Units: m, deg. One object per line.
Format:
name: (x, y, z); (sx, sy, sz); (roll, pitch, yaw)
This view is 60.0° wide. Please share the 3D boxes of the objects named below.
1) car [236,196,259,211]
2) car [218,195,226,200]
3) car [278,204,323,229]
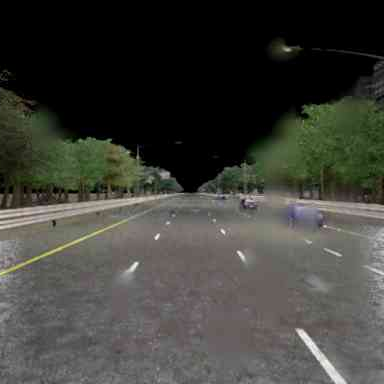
car: (7.031, 1.534, 41.625); (1.812, 1.442, 4.674); (0, 0, 0)
car: (8.222, 1.472, 91.070); (1.882, 1.535, 5.008); (0, 0, 11)
car: (7.013, 1.535, 21.789); (1.812, 1.442, 4.674); (0, 0, 0)
